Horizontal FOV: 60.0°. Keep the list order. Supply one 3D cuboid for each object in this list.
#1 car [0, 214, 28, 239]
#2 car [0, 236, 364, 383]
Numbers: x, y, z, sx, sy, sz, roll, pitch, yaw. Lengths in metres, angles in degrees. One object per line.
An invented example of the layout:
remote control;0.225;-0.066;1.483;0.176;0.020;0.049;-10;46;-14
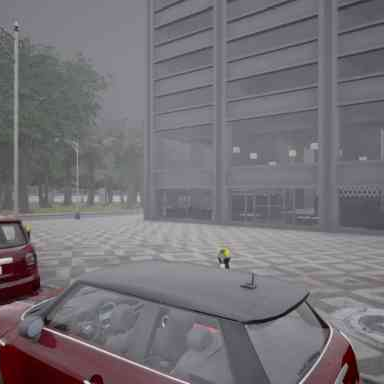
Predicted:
car;-5.015;1.315;6.528;5.009;1.841;2.192;0;0;35
car;-0.584;1.440;3.376;4.097;1.590;1.967;0;0;35
